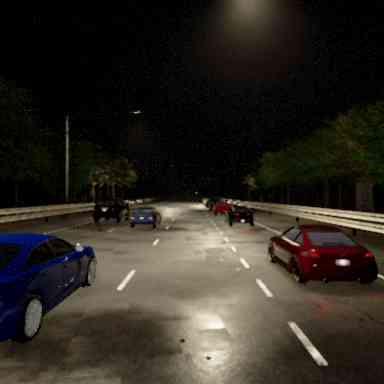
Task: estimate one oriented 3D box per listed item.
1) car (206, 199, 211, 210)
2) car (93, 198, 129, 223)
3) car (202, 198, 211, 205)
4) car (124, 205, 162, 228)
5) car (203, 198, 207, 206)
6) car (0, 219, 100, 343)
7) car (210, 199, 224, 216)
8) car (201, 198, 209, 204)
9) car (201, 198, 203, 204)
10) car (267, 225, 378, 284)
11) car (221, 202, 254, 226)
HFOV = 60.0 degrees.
[{"bbox_3d":[3.532,2.066,49.952,1.837,1.490,4.892,0,-1,0],"label":"car"},{"bbox_3d":[-6.870,1.555,28.854,2.150,2.045,5.566,0,-1,0],"label":"car"},{"bbox_3d":[3.553,2.361,82.949,1.882,1.535,5.008,0,0,0],"label":"car"},{"bbox_3d":[-3.386,1.836,24.901,2.033,1.411,5.357,0,-1,0],"label":"car"},{"bbox_3d":[3.539,2.102,60.951,2.033,1.649,4.856,0,-1,0],"label":"car"},{"bbox_3d":[-3.396,1.552,6.606,1.882,1.535,5.008,0,-1,0],"label":"car"},{"bbox_3d":[3.524,1.924,38.953,1.882,1.535,5.008,0,-1,0],"label":"car"},{"bbox_3d":[3.560,2.461,93.975,2.163,1.488,4.792,0,0,0],"label":"car"},{"bbox_3d":[3.546,2.305,71.950,1.812,1.442,4.674,0,-1,0],"label":"car"},{"bbox_3d":[3.604,1.676,9.941,1.994,1.385,4.181,0,-1,0],"label":"car"},{"bbox_3d":[3.614,1.806,25.960,1.837,1.490,4.892,0,-1,0],"label":"car"}]
